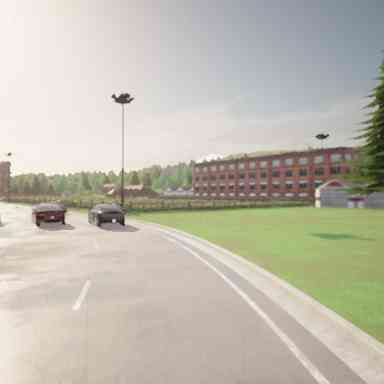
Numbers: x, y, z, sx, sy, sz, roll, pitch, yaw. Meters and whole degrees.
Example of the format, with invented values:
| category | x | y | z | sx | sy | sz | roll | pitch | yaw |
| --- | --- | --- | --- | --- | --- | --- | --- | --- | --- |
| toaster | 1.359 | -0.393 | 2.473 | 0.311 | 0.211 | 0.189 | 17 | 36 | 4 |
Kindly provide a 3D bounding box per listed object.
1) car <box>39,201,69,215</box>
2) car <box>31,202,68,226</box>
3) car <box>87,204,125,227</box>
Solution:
| category | x | y | z | sx | sy | sz | roll | pitch | yaw |
| --- | --- | --- | --- | --- | --- | --- | --- | --- | --- |
| car | -15.215 | 1.732 | 36.626 | 1.994 | 1.385 | 4.181 | 0 | 0 | -38 |
| car | -10.720 | 1.591 | 24.668 | 1.882 | 1.535 | 5.008 | 0 | 0 | -30 |
| car | -6.191 | 1.608 | 23.753 | 1.837 | 1.490 | 4.892 | 1 | -1 | -27 |
